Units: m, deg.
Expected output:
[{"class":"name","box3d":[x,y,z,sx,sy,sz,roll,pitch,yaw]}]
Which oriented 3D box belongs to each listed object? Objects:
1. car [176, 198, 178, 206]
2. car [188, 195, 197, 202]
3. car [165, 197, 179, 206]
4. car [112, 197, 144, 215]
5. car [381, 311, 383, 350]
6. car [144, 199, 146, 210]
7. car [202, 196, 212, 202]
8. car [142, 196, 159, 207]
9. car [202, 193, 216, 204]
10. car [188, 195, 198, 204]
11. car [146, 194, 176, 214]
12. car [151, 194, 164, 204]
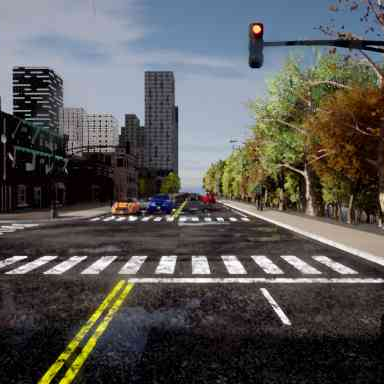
[{"class":"car","box3d":[-3.259,1.336,45.538,2.097,1.767,4.553,0,0,0]},{"class":"car","box3d":[0.125,1.446,76.516,1.882,1.535,5.008,0,0,0]},{"class":"car","box3d":[-3.249,1.581,54.879,1.895,1.301,4.718,0,0,0]},{"class":"car","box3d":[-6.578,1.341,33.570,2.097,1.767,4.553,0,0,1]},{"class":"car","box3d":[3.355,1.491,2.362,2.128,1.511,4.902,0,0,0]},{"class":"car","box3d":[-6.518,1.586,42.679,1.895,1.301,4.718,0,0,0]},{"class":"car","box3d":[3.371,1.522,75.893,1.994,1.385,4.181,0,0,0]},{"class":"car","box3d":[-6.503,1.472,52.686,2.128,1.511,4.902,0,0,0]},{"class":"car","box3d":[3.449,1.196,65.309,2.150,2.045,5.566,0,0,1]},{"class":"car","box3d":[0.201,1.468,62.535,2.128,1.511,4.902,0,0,0]},{"class":"car","box3d":[-3.283,1.210,35.852,2.150,2.045,5.566,0,0,0]},{"class":"car","box3d":[-6.457,1.328,62.742,2.097,1.767,4.553,0,0,1]}]
